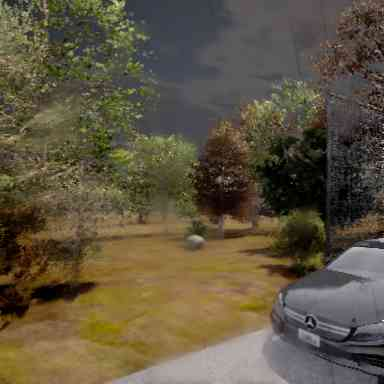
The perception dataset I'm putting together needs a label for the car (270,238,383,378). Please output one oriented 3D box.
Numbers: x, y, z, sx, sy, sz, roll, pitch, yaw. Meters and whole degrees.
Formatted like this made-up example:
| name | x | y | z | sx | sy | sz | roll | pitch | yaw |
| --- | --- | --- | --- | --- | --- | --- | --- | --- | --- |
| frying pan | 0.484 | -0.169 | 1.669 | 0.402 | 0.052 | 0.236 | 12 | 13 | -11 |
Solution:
| name | x | y | z | sx | sy | sz | roll | pitch | yaw |
| --- | --- | --- | --- | --- | --- | --- | --- | --- | --- |
| car | 3.335 | 1.541 | 5.449 | 4.674 | 1.442 | 1.812 | 0 | 0 | -36 |
